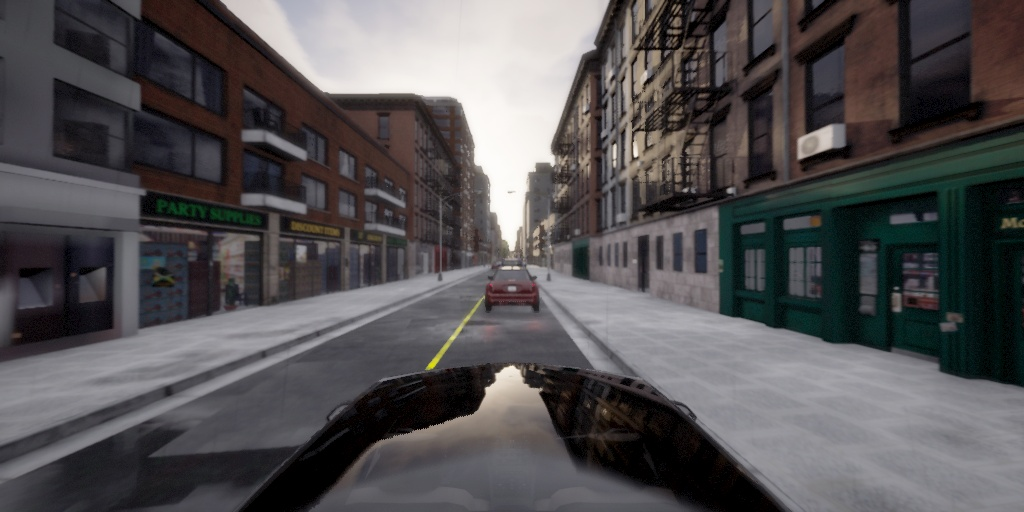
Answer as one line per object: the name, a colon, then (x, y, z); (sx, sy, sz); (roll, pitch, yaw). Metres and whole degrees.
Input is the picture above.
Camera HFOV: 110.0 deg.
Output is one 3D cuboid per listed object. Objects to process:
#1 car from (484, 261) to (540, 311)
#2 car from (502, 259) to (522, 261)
car: (0.022, 1.241, 15.271); (2.097, 1.767, 4.553); (0, -1, 0)
car: (0.013, 1.260, 29.409); (2.150, 2.045, 5.566); (0, 0, 0)
